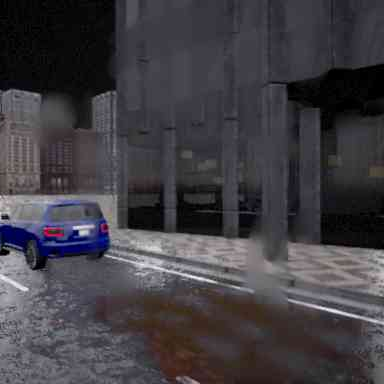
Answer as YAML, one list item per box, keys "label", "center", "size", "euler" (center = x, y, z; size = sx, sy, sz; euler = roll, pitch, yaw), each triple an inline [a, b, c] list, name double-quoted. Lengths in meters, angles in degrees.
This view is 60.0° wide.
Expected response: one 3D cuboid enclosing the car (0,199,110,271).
- label: "car"
  center: [-4.993, 1.284, 11.518]
  size: [2.150, 2.045, 5.566]
  euler: [0, 0, -45]
